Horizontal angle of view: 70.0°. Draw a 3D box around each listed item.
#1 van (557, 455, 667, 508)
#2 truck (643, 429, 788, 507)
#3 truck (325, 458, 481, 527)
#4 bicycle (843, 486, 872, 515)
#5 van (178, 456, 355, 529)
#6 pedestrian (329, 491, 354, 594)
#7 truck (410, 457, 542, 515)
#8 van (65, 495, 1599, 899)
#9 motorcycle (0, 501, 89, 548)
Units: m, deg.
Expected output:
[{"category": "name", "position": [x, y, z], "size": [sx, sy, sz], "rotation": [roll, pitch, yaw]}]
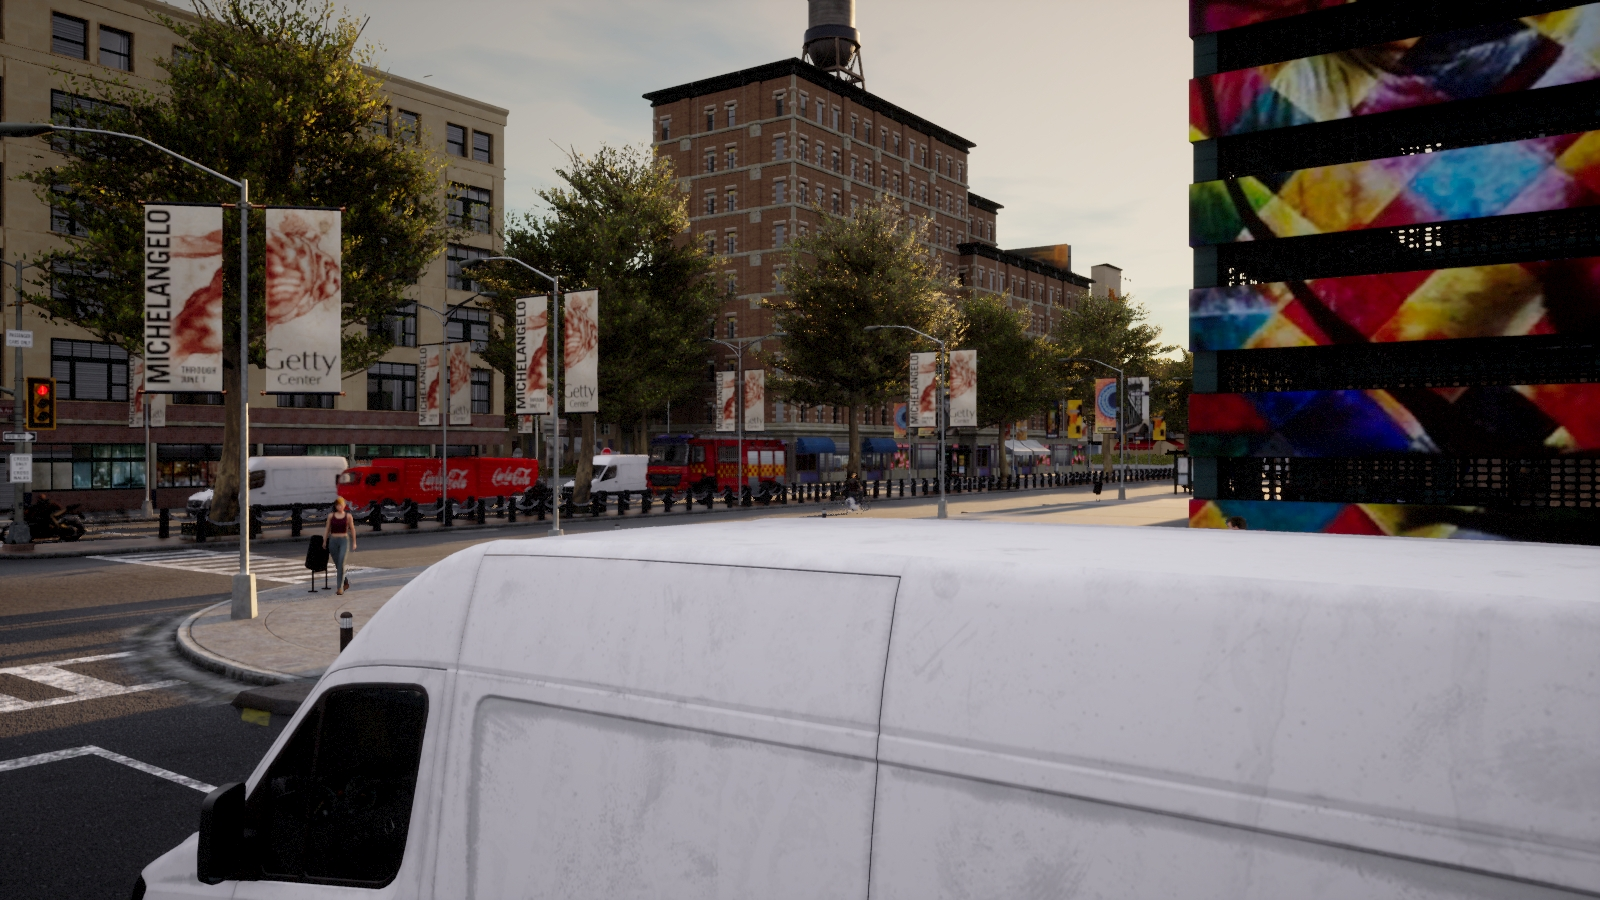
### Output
[{"category": "van", "position": [-9.584, 1.534, 58.834], "size": [1.988, 2.561, 5.915], "rotation": [0, 0, 35]}, {"category": "truck", "position": [-4.295, 0.890, 60.225], "size": [2.891, 3.827, 8.468], "rotation": [0, 0, 35]}, {"category": "truck", "position": [-15.411, 1.564, 44.637], "size": [2.627, 2.467, 5.204], "rotation": [0, 0, 36]}, {"category": "bicycle", "position": [2.524, 2.210, 49.985], "size": [0.329, 1.171, 1.835], "rotation": [0, 0, 36]}, {"category": "van", "position": [-20.311, 1.534, 43.795], "size": [1.988, 2.561, 5.915], "rotation": [0, 0, 36]}, {"category": "pedestrian", "position": [-8.458, 1.696, 21.103], "size": [0.375, 1.860, 0.375], "rotation": [0, 0, -13]}, {"category": "truck", "position": [-14.598, 1.585, 51.799], "size": [2.627, 2.467, 5.204], "rotation": [0, -1, 36]}, {"category": "van", "position": [-0.118, 1.534, 3.913], "size": [5.915, 2.561, 1.988], "rotation": [0, 0, 36]}, {"category": "motorcycle", "position": [-22.741, 2.205, 34.317], "size": [0.867, 1.251, 2.209], "rotation": [0, 0, 35]}]
